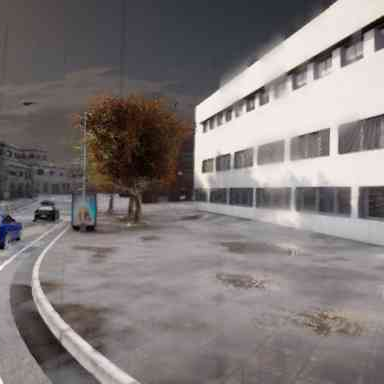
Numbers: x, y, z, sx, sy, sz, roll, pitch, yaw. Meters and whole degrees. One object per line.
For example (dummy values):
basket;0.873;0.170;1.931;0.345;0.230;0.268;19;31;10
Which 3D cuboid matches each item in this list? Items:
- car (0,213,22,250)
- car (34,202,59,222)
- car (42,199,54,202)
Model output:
car;-9.243;1.701;15.361;1.882;1.535;5.008;1;-2;-17
car;-14.577;2.128;33.484;1.882;1.535;5.008;2;-2;-16
car;-25.990;1.930;59.752;1.895;1.301;4.718;2;2;-16
